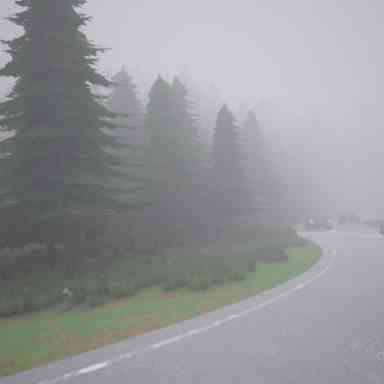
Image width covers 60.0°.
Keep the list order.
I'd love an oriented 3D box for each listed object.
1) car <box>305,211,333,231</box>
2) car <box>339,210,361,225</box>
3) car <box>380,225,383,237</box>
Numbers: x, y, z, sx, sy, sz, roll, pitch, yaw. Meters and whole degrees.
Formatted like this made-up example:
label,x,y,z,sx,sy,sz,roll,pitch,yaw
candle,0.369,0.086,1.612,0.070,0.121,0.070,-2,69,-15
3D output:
label,x,y,z,sx,sy,sz,roll,pitch,yaw
car,11.915,2.683,31.552,2.097,1.767,4.553,-3,-3,15
car,18.902,2.927,39.783,2.097,1.767,4.553,-2,-3,30
car,12.783,2.155,19.384,2.033,1.411,5.357,-3,-3,11
